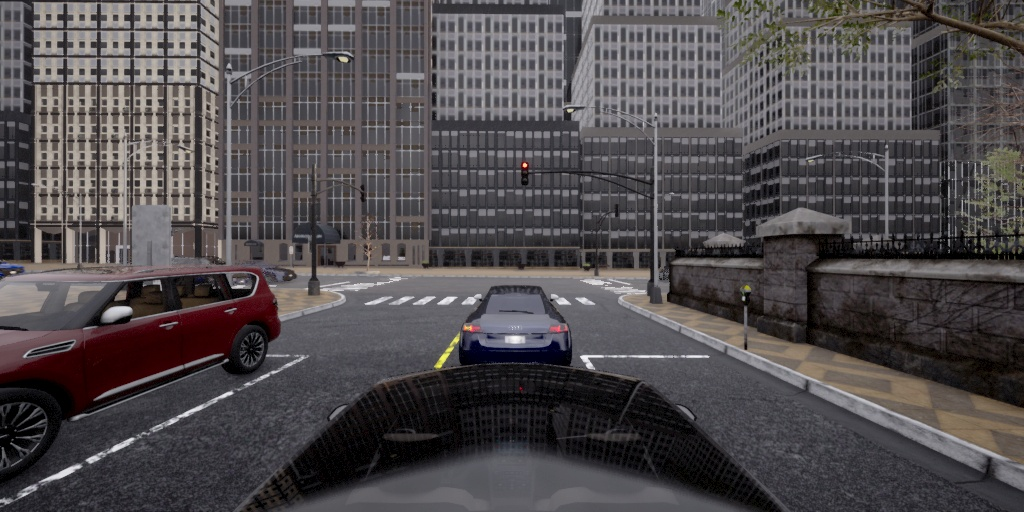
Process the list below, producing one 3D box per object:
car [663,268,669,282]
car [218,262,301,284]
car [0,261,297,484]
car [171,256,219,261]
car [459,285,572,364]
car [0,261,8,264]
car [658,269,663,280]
[{"bbox_3d":[14.555,1.509,28.120,4.181,1.385,1.994,1,0,-1],"label":"car"},{"bbox_3d":[-17.009,1.116,24.299,4.181,1.385,1.994,1,0,-1],"label":"car"},{"bbox_3d":[-5.364,1.065,4.749,2.192,1.841,5.009,0,0,0],"label":"car"},{"bbox_3d":[-18.076,0.884,21.036,4.553,1.767,2.097,1,0,-1],"label":"car"},{"bbox_3d":[0.088,1.314,7.767,1.994,1.385,4.181,0,0,1],"label":"car"},{"bbox_3d":[-36.005,0.795,24.088,5.008,1.535,1.882,1,0,-1],"label":"car"},{"bbox_3d":[14.496,1.516,31.369,4.181,1.385,1.994,1,0,-1],"label":"car"}]
